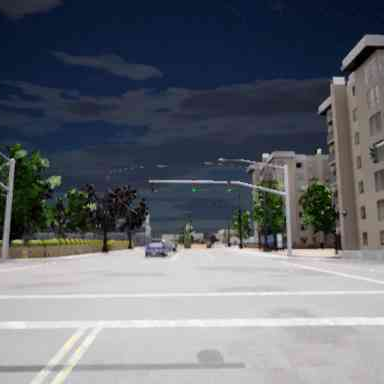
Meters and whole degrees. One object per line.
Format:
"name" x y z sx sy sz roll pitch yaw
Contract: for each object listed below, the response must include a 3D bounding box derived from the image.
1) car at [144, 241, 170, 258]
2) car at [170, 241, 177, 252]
"car" -3.490 5.675 32.834 1.812 1.442 4.674 0 -8 0
"car" -3.413 8.065 49.670 2.097 1.767 4.553 0 -9 0
